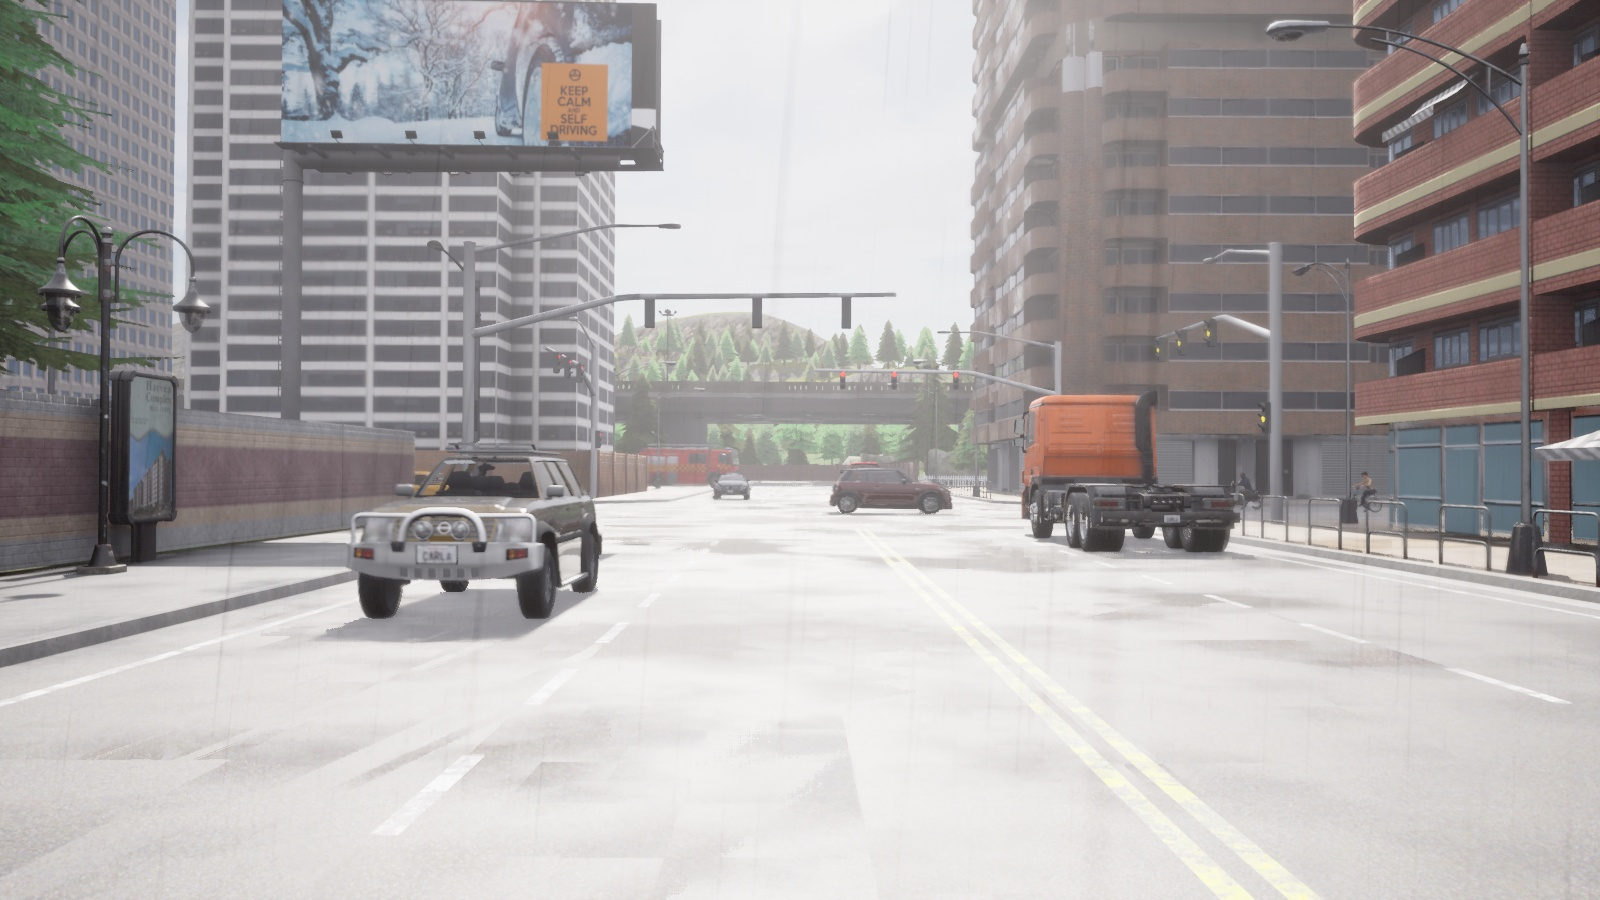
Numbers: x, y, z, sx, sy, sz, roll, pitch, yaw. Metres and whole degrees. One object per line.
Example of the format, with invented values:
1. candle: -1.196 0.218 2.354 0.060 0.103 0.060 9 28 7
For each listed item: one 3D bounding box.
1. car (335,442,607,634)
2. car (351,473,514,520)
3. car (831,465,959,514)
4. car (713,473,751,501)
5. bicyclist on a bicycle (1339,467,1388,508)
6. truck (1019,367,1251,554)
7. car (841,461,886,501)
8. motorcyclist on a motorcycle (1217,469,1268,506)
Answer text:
1. car: -3.543 0.888 14.471 1.932 1.855 4.605 0 -1 0
2. car: -12.487 1.560 42.844 5.008 1.535 1.882 0 -1 0
3. car: 3.453 1.435 46.306 4.553 1.767 2.097 0 -1 0
4. car: -3.696 2.011 68.991 1.812 1.442 4.674 0 -1 0
5. bicyclist on a bicycle: 22.322 1.495 49.752 1.509 1.612 0.866 0 -1 0
6. truck: 6.917 0.263 27.349 2.891 3.462 7.936 0 -1 0
7. car: 3.333 1.645 67.162 2.150 2.045 5.566 0 -1 0
8. motorcyclist on a motorcycle: 18.769 1.585 53.265 1.817 1.590 0.866 0 -1 0
